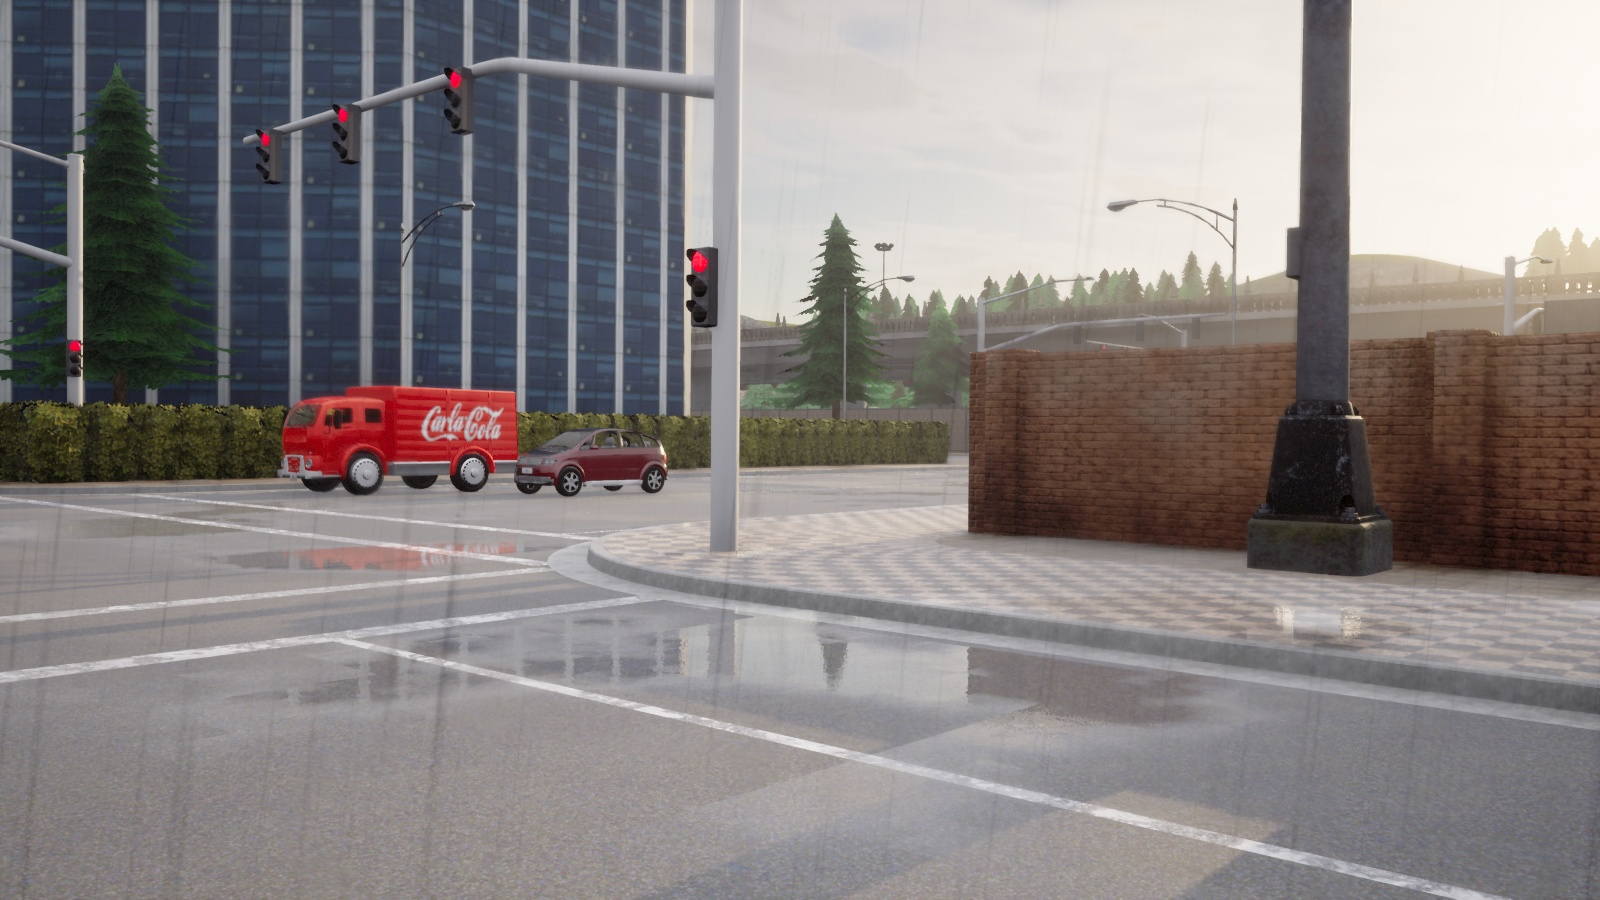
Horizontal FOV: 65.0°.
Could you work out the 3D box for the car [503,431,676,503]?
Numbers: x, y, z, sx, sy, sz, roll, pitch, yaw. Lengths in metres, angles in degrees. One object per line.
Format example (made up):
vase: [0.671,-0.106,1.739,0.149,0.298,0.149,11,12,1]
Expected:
car: [-4.882,0.352,29.483,1.789,1.549,3.705,0,1,41]

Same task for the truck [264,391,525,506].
truck: [-9.437,-0.074,29.588,2.627,2.467,5.204,0,1,41]
